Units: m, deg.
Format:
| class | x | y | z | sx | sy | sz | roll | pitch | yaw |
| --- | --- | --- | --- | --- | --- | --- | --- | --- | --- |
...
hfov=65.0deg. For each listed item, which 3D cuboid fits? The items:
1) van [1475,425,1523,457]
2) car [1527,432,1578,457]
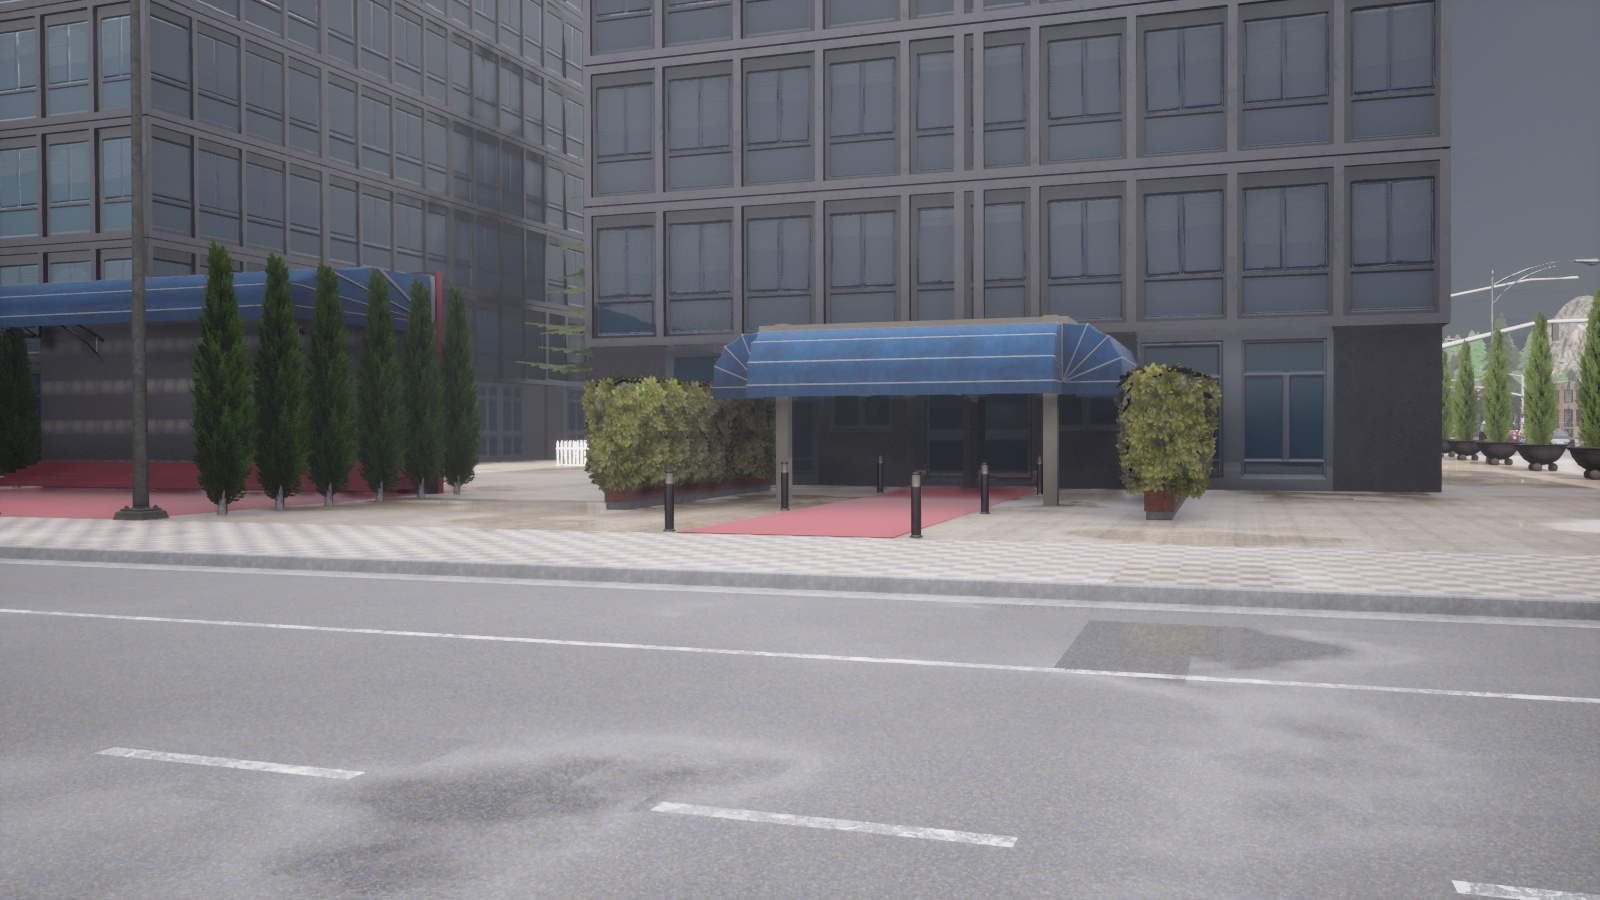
| class | x | y | z | sx | sy | sz | roll | pitch | yaw |
| --- | --- | --- | --- | --- | --- | --- | --- | --- | --- |
| van | 47.010 | -0.628 | 84.558 | 2.069 | 2.038 | 4.480 | 1 | 1 | 19 |
| car | 50.862 | -0.413 | 84.987 | 2.033 | 1.649 | 4.856 | 1 | 1 | 19 |
